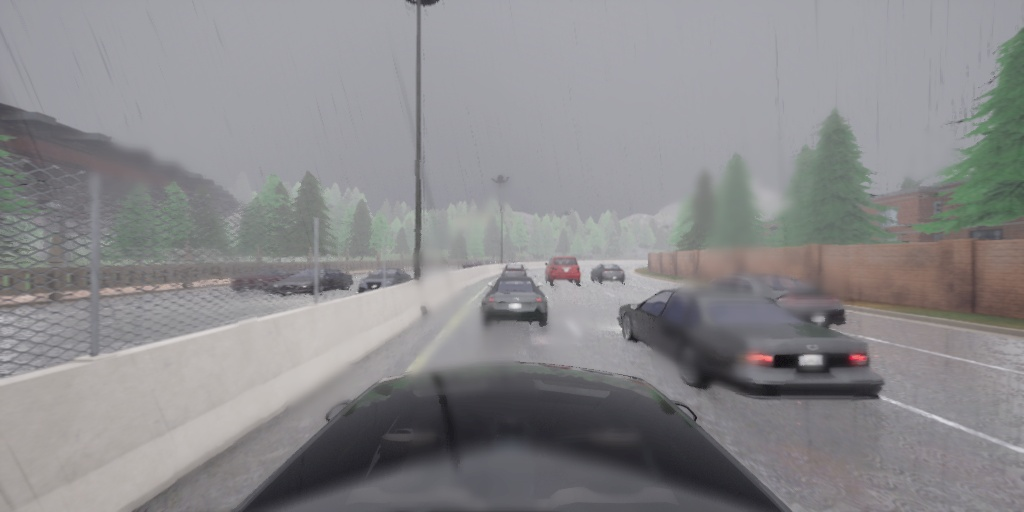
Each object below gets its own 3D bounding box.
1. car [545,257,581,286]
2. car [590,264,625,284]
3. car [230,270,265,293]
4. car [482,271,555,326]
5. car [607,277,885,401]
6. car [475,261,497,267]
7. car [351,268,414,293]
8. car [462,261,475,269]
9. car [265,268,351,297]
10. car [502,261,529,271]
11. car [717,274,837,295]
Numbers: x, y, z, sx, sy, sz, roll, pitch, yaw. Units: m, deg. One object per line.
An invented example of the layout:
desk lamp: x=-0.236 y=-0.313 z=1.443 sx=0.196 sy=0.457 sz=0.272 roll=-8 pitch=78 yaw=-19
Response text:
car: x=3.702 y=1.059 z=26.527 sx=2.150 sy=2.045 sz=5.566 roll=0 pitch=0 yaw=2
car: x=7.253 y=1.332 z=27.424 sx=2.128 sy=1.511 sz=4.902 roll=0 pitch=0 yaw=2
car: x=-14.049 y=1.417 z=21.249 sx=1.895 sy=1.301 sz=4.718 roll=0 pitch=0 yaw=1
car: x=0.100 y=1.349 z=11.854 sx=1.994 sy=1.385 sz=4.181 roll=0 pitch=0 yaw=0
car: x=3.598 y=1.316 z=6.818 sx=2.033 sy=1.411 sz=5.357 roll=0 pitch=0 yaw=0
car: x=-3.913 y=1.557 z=60.934 sx=1.895 sy=1.301 sz=4.718 roll=0 pitch=0 yaw=21
car: x=-7.034 y=1.378 z=20.354 sx=1.994 sy=1.385 sz=4.181 roll=0 pitch=0 yaw=1
car: x=-7.020 y=1.562 z=62.648 sx=1.895 sy=1.301 sz=4.718 roll=0 pitch=0 yaw=21
car: x=-10.580 y=1.359 z=19.671 sx=2.033 sy=1.411 sz=5.357 roll=0 pitch=0 yaw=0
car: x=0.255 y=1.331 z=27.426 sx=2.128 sy=1.511 sz=4.902 roll=0 pitch=0 yaw=2
car: x=7.099 y=1.274 z=10.706 sx=2.128 sy=1.511 sz=4.902 roll=0 pitch=0 yaw=0
